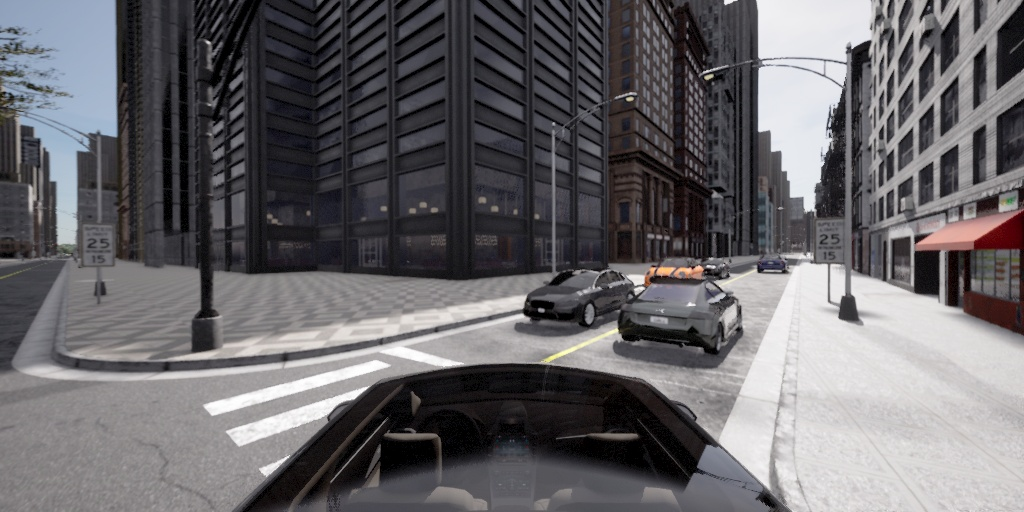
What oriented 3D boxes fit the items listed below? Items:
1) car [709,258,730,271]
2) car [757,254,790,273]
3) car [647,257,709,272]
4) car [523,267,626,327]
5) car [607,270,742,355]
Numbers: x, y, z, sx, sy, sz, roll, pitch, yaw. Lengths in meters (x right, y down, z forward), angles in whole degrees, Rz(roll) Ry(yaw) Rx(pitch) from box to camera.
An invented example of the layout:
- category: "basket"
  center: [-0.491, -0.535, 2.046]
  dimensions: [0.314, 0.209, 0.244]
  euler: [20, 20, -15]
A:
- category: "car"
  center: [15.204, 0.889, 27.192]
  dimensions: [1.837, 1.490, 4.892]
  euler: [0, 1, 39]
- category: "car"
  center: [24.227, 0.612, 33.337]
  dimensions: [2.097, 1.767, 4.553]
  euler: [0, 1, 39]
- category: "car"
  center: [8.755, 0.860, 19.234]
  dimensions: [2.097, 1.767, 4.553]
  euler: [0, 1, 39]
- category: "car"
  center: [2.288, 1.137, 11.242]
  dimensions: [1.837, 1.490, 4.892]
  euler: [0, 1, 39]
- category: "car"
  center: [4.162, 1.211, 8.627]
  dimensions: [1.994, 1.385, 4.181]
  euler: [0, 1, 39]
